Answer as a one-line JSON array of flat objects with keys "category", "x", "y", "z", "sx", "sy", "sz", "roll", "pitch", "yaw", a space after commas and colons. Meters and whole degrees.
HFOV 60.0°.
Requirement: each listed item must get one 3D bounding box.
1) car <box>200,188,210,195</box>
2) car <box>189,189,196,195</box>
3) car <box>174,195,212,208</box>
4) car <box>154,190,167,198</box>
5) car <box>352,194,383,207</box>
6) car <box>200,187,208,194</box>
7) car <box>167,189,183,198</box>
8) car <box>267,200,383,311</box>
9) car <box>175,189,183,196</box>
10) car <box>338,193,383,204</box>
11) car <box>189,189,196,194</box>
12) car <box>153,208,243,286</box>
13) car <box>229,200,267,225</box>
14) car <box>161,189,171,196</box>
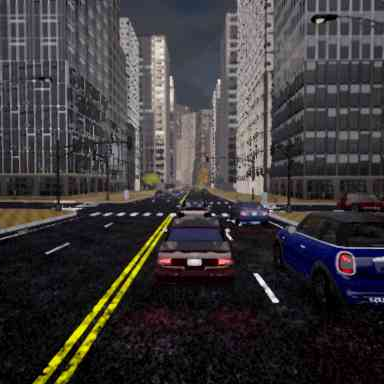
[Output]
[{"category": "car", "x": 3.358, "y": 0.042, "z": 82.018, "sx": 1.882, "sy": 1.535, "sz": 5.008, "roll": 0, "pitch": 1, "yaw": 0}, {"category": "car", "x": 0.108, "y": 0.065, "z": 82.025, "sx": 1.837, "sy": 1.490, "sz": 4.892, "roll": 0, "pitch": 1, "yaw": 0}, {"category": "car", "x": 0.126, "y": 1.168, "z": 18.931, "sx": 2.128, "sy": 1.511, "sz": 4.902, "roll": 0, "pitch": 1, "yaw": 0}, {"category": "car", "x": -6.434, "y": 0.353, "z": 66.509, "sx": 1.837, "sy": 1.490, "sz": 4.892, "roll": 0, "pitch": 1, "yaw": 1}, {"category": "car", "x": 21.862, "y": 0.988, "z": 39.502, "sx": 4.829, "sy": 1.417, "sz": 1.752, "roll": 1, "pitch": 1, "yaw": 1}, {"category": "car", "x": 3.371, "y": -0.427, "z": 92.400, "sx": 2.097, "sy": 1.767, "sz": 4.553, "roll": 0, "pitch": 1, "yaw": 0}, {"category": "car", "x": -3.185, "y": 0.201, "z": 66.582, "sx": 2.097, "sy": 1.767, "sz": 4.553, "roll": 0, "pitch": 1, "yaw": 1}, {"category": "car", "x": 3.360, "y": 1.221, "z": 7.610, "sx": 2.097, "sy": 1.767, "sz": 4.553, "roll": 0, "pitch": 1, "yaw": 0}, {"category": "car", "x": -3.143, "y": 0.096, "z": 82.019, "sx": 1.812, "sy": 1.442, "sz": 4.674, "roll": 0, "pitch": 1, "yaw": 0}, {"category": "car", "x": 16.242, "y": 1.001, "z": 31.222, "sx": 5.009, "sy": 1.841, "sz": 2.192, "roll": 1, "pitch": 1, "yaw": 1}, {"category": "car", "x": 0.121, "y": -0.243, "z": 92.439, "sx": 2.033, "sy": 1.411, "sz": 5.357, "roll": 0, "pitch": 1, "yaw": 0}, {"category": "car", "x": 0.105, "y": 1.392, "z": 9.064, "sx": 2.033, "sy": 1.411, "sz": 5.357, "roll": 0, "pitch": 1, "yaw": 1}, {"category": "car", "x": 3.378, "y": 1.196, "z": 20.543, "sx": 2.033, "sy": 1.411, "sz": 5.357, "roll": 0, "pitch": 1, "yaw": 0}, {"category": "car", "x": -6.393, "y": 0.113, "z": 81.986, "sx": 2.033, "sy": 1.411, "sz": 5.357, "roll": 0, "pitch": 1, "yaw": 0}]
